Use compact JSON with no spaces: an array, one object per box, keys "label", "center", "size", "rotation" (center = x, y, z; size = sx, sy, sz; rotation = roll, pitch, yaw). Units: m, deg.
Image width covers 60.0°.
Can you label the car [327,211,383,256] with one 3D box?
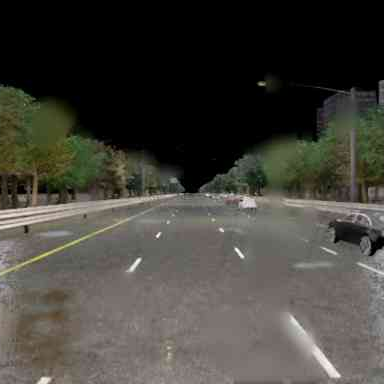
[{"label":"car","center":[6.996,1.494,13.062],"size":[2.128,1.511,4.902],"rotation":[0,0,0]}]

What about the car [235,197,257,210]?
[{"label":"car","center":[6.992,1.548,41.981],"size":[1.812,1.442,4.674],"rotation":[0,0,0]}]

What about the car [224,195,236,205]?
[{"label":"car","center":[7.018,1.388,59.492],"size":[2.097,1.767,4.553],"rotation":[0,0,0]}]
